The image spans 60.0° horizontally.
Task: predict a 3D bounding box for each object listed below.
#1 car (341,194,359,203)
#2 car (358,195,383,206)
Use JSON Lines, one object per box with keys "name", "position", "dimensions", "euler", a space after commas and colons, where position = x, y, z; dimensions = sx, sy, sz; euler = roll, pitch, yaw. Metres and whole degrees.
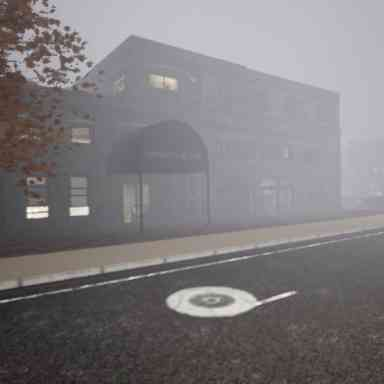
{"name": "car", "position": [25.594, 1.048, 52.939], "dimensions": [2.008, 1.369, 4.403], "euler": [-3, 1, -36]}
{"name": "car", "position": [23.574, 1.175, 41.201], "dimensions": [1.947, 1.339, 4.313], "euler": [-3, 1, -36]}
